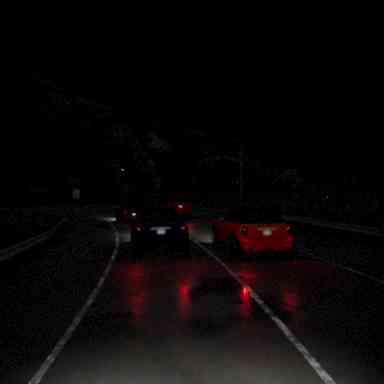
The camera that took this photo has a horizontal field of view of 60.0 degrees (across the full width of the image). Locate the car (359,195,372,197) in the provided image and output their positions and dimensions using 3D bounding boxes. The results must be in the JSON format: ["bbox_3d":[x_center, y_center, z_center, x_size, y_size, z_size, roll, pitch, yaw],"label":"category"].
[{"bbox_3d":[41.059,1.403,78.938,4.553,1.767,2.097,0,0,-35],"label":"car"}]

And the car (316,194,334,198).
[{"bbox_3d":[27.384,1.629,70.881,4.181,1.385,1.994,0,0,-24],"label":"car"}]

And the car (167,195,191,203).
[{"bbox_3d":[-1.329,1.302,29.739,2.150,2.045,5.566,-1,0,-9],"label":"car"}]

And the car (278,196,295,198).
[{"bbox_3d":[22.844,1.631,76.580,4.674,1.442,1.812,0,0,-21],"label":"car"}]

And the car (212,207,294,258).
[{"bbox_3d":[2.194,1.378,13.210,2.097,1.767,4.553,0,0,-9],"label":"car"}]

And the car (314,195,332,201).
[{"bbox_3d":[34.371,1.566,87.038,5.008,1.535,1.882,0,0,-35],"label":"car"}]

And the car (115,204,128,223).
[{"bbox_3d":[-4.936,1.650,26.570,1.994,1.385,4.181,0,0,-19],"label":"car"}]

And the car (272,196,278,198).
[{"bbox_3d":[20.417,1.662,79.378,5.357,1.411,2.033,0,0,-21],"label":"car"}]

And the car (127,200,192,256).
[{"bbox_3d":[-1.394,1.391,13.522,2.097,1.767,4.553,0,0,-9],"label":"car"}]

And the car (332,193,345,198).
[{"bbox_3d":[36.498,1.302,84.264,5.566,2.045,2.150,0,0,-35],"label":"car"}]
